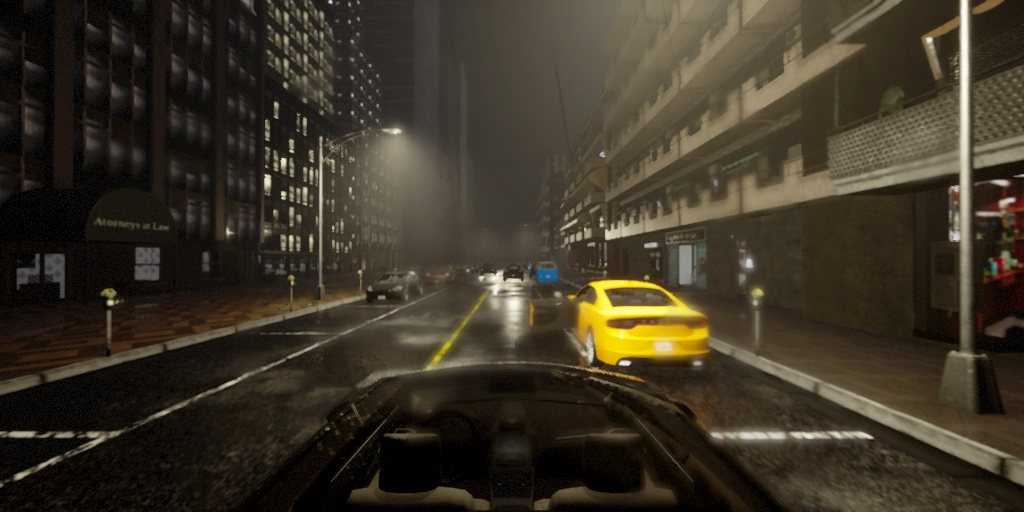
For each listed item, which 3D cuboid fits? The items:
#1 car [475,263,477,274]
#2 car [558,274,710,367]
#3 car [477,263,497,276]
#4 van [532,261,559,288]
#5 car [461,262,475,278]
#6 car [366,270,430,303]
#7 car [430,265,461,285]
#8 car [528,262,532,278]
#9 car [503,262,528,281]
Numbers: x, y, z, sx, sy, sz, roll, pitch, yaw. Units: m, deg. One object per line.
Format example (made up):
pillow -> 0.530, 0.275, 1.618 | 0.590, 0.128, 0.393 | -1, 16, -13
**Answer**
car -> -5.583, 1.697, 45.358 | 2.007, 1.370, 4.403 | 0, 0, 0
car -> 2.376, 1.282, 8.063 | 1.882, 1.535, 5.008 | 0, -1, 0
car -> -2.916, 1.621, 45.057 | 1.882, 1.535, 5.008 | 0, -1, 1
van -> 2.757, 1.330, 28.770 | 1.690, 1.789, 3.998 | 0, 0, 0
car -> -5.597, 1.645, 39.835 | 2.007, 1.370, 4.403 | 0, 0, 0
car -> -5.652, 1.456, 17.746 | 1.948, 1.339, 4.313 | 0, 0, 0
car -> -5.624, 1.430, 28.792 | 1.967, 1.591, 4.097 | 0, 0, 0
car -> 2.784, 1.638, 39.814 | 1.888, 1.381, 4.507 | 0, 0, 0
car -> 0.147, 1.529, 33.829 | 2.128, 1.511, 4.902 | 0, 0, 1
